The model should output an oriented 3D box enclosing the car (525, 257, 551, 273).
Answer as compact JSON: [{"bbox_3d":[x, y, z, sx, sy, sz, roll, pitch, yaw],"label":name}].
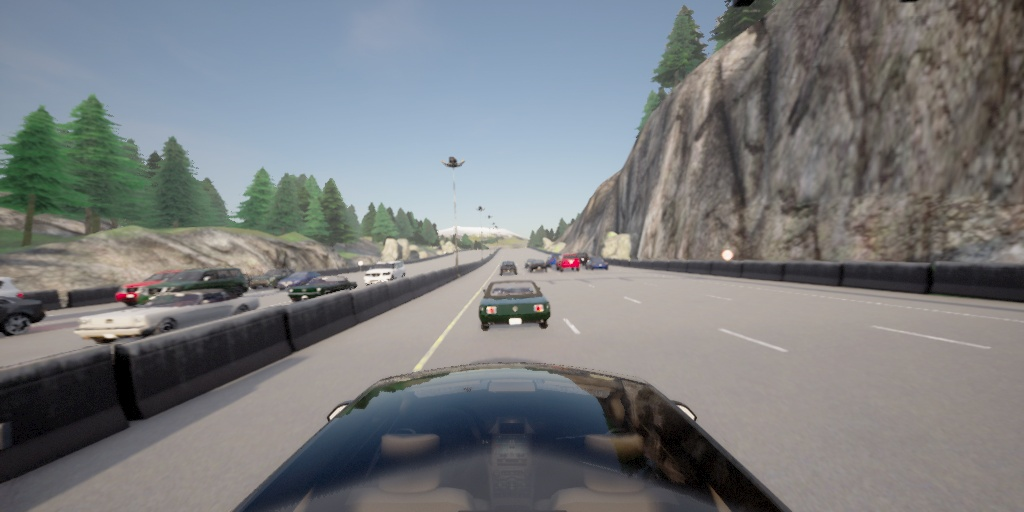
[{"bbox_3d":[2.978,1.140,41.893,1.882,1.535,5.008,-2,0,-1],"label":"car"}]

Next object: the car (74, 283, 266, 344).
[{"bbox_3d":[-10.708,1.817,11.706,1.895,1.301,4.718,-2,0,-1],"label":"car"}]

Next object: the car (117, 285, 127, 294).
[{"bbox_3d":[-21.374,1.892,22.813,2.150,2.045,5.566,-2,0,0],"label":"car"}]

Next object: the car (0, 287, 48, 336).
[{"bbox_3d":[-17.689,1.976,10.801,2.128,1.511,4.902,-2,0,-1],"label":"car"}]

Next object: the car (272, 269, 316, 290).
[{"bbox_3d":[-17.955,2.055,30.819,1.812,1.442,4.674,-2,0,0],"label":"car"}]

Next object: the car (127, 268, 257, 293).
[{"bbox_3d":[-17.848,1.750,20.524,2.150,2.045,5.566,-2,0,-1],"label":"car"}]

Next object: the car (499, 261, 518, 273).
[{"bbox_3d":[-0.402,1.311,40.512,1.837,1.490,4.892,-2,1,-1],"label":"car"}]

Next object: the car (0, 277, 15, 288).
[{"bbox_3d":[-21.230,1.851,12.463,2.150,2.045,5.566,-2,0,-1],"label":"car"}]

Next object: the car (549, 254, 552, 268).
[{"bbox_3d":[6.331,0.664,52.395,2.150,2.045,5.566,-2,1,-1],"label":"car"}]

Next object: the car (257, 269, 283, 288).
[{"bbox_3d":[-21.481,2.013,32.776,2.097,1.767,4.553,-2,0,-1],"label":"car"}]

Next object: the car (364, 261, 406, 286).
[{"bbox_3d":[-10.977,1.476,31.547,2.150,2.045,5.566,-2,0,-1],"label":"car"}]

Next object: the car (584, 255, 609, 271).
[{"bbox_3d":[9.970,0.950,42.398,1.994,1.385,4.181,-2,0,-1],"label":"car"}]

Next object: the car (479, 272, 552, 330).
[{"bbox_3d":[0.024,1.396,11.375,1.895,1.301,4.718,-2,0,-2],"label":"car"}]

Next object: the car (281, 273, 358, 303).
[{"bbox_3d":[-10.840,1.857,20.871,1.895,1.301,4.718,-2,0,-1],"label":"car"}]

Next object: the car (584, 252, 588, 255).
[{"bbox_3d":[9.828,0.528,52.436,2.150,2.045,5.566,-2,1,-1],"label":"car"}]

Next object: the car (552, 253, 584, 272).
[{"bbox_3d":[6.464,0.747,41.968,2.150,2.045,5.566,-2,0,-1],"label":"car"}]
